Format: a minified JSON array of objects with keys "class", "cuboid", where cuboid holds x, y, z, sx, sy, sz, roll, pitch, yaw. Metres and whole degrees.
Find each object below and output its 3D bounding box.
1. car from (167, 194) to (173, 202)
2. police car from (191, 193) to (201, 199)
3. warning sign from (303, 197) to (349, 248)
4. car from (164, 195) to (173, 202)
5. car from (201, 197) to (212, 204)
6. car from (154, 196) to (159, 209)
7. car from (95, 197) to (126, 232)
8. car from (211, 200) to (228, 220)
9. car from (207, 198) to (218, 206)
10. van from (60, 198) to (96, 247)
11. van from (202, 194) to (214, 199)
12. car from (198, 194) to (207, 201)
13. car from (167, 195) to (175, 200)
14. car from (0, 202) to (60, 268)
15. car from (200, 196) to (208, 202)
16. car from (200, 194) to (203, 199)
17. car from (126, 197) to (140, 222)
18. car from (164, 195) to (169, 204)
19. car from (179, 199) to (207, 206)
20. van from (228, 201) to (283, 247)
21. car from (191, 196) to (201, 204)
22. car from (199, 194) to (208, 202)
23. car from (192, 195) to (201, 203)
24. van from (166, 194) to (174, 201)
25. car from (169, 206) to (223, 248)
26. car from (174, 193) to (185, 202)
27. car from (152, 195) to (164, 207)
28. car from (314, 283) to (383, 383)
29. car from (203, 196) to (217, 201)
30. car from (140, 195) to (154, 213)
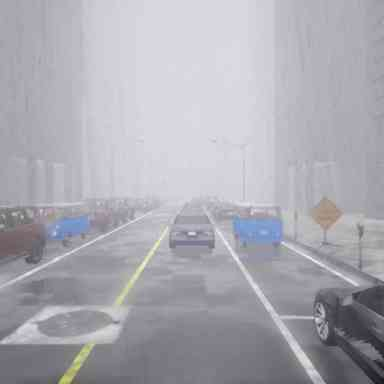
[{"class":"car","cuboid":[-5.761,1.594,70.738,2.008,1.369,4.403,0,0,0]},{"class":"police car","cuboid":[0.900,1.455,57.759,1.930,1.638,5.238,0,0,0]},{"class":"warning sign","cuboid":[5.066,1.116,12.650,1.300,1.860,1.060,0,0,0]},{"class":"car","cuboid":[-5.762,1.583,81.787,1.752,1.417,4.829,0,0,0]},{"class":"car","cuboid":[2.764,1.603,65.142,1.947,1.339,4.313,0,0,0]},{"class":"car","cuboid":[-5.761,1.568,42.691,2.008,1.369,4.403,0,0,0]},{"class":"car","cuboid":[-5.761,1.319,20.253,2.192,1.841,5.009,0,0,0]},{"class":"car","cuboid":[2.764,1.572,25.878,1.947,1.339,4.313,0,0,0]},{"class":"car","cuboid":[2.764,1.575,31.487,1.947,1.339,4.313,0,0,0]},{"class":"van","cuboid":[-5.761,1.343,14.642,1.690,1.788,3.998,0,0,0]},{"class":"van","cuboid":[2.764,1.362,48.315,1.690,1.788,3.998,0,0,0]},{"class":"car","cuboid":[2.764,1.381,87.579,2.192,1.841,5.009,0,0,0]},{"class":"car","cuboid":[-5.762,1.515,93.176,1.967,1.590,4.097,0,0,0]},{"class":"car","cuboid":[-5.760,1.315,9.034,2.192,1.841,5.009,0,0,0]},{"class":"car","cuboid":[2.763,1.633,76.360,1.802,1.307,4.206,0,0,0]},{"class":"car","cuboid":[2.764,1.466,53.924,1.967,1.590,4.097,0,0,0]},{"class":"car","cuboid":[-5.761,1.321,25.861,2.192,1.841,5.009,0,0,0]},{"class":"car","cuboid":[-5.761,1.597,59.519,1.947,1.339,4.313,0,0,0]},{"class":"car","cuboid":[0.000,1.582,29.650,1.994,1.385,4.181,0,0,0]},{"class":"van","cuboid":[2.765,1.343,14.660,1.690,1.788,3.998,0,0,0]},{"class":"car","cuboid":[0.852,1.520,67.642,1.882,1.535,5.008,0,0,-1]},{"class":"car","cuboid":[2.764,1.373,81.969,2.192,1.841,5.009,0,0,0]},{"class":"car","cuboid":[0.900,1.526,73.649,1.882,1.535,5.008,0,0,0]},{"class":"van","cuboid":[-5.762,1.407,87.566,1.690,1.788,3.998,0,0,0]},{"class":"car","cuboid":[0.000,1.566,14.650,2.033,1.411,5.357,0,0,0]},{"class":"car","cuboid":[-3.000,1.362,76.760,2.097,1.767,4.553,0,0,0]},{"class":"car","cuboid":[-5.761,1.336,48.300,2.192,1.841,5.009,0,0,0]},{"class":"car","cuboid":[2.764,1.565,3.442,1.947,1.339,4.313,0,0,0]},{"class":"car","cuboid":[2.764,1.562,42.706,1.887,1.381,4.507,0,0,0]},{"class":"car","cuboid":[-5.761,1.453,37.081,1.967,1.590,4.097,0,0,0]}]
